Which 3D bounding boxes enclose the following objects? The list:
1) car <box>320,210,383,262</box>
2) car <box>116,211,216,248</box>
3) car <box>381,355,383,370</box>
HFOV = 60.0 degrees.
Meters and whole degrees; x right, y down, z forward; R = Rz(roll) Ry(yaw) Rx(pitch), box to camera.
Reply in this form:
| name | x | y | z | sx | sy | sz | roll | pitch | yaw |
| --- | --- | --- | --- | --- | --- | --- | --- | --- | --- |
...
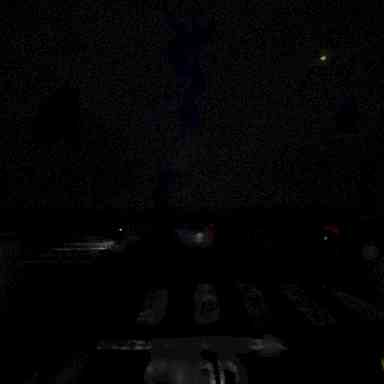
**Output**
| name | x | y | z | sx | sy | sz | roll | pitch | yaw |
| --- | --- | --- | --- | --- | --- | --- | --- | --- | --- |
| car | 6.948 | 1.372 | 11.145 | 5.008 | 1.535 | 1.882 | -1 | 0 | 0 |
| car | -1.071 | 1.526 | 14.172 | 4.181 | 1.385 | 1.994 | -1 | 0 | 1 |
| car | 2.639 | 1.523 | 1.221 | 1.752 | 1.417 | 4.829 | 0 | 0 | 0 |
